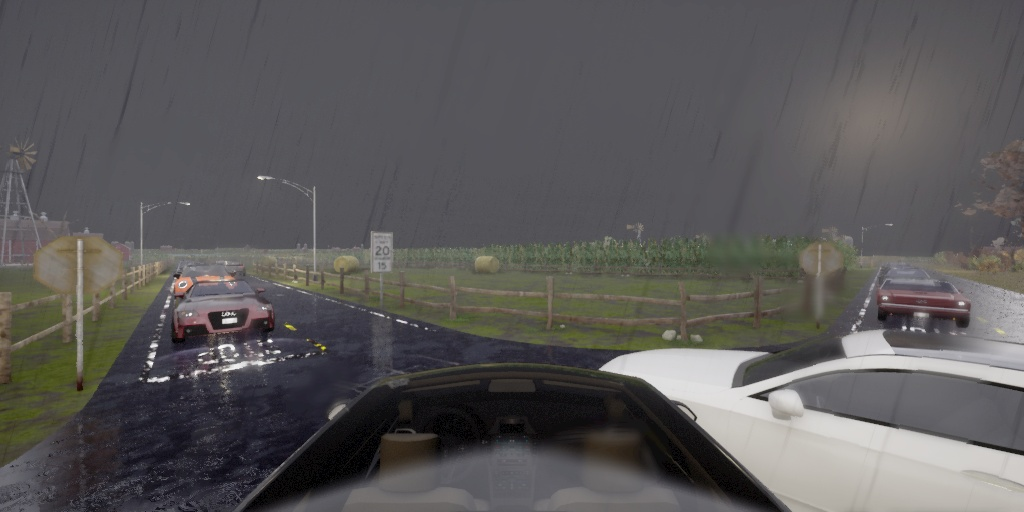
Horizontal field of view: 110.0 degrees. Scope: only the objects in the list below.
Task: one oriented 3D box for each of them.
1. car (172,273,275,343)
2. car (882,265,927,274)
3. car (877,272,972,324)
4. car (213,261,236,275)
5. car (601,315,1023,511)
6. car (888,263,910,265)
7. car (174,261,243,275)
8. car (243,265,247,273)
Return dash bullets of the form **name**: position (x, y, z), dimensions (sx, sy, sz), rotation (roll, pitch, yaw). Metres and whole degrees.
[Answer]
- **car**: position (-8.091, 1.362, 9.987), dimensions (1.994, 1.385, 4.181), rotation (0, 0, -43)
- **car**: position (20.316, 1.369, 18.469), dimensions (5.357, 1.411, 2.033), rotation (0, 1, -44)
- **car**: position (13.342, 1.401, 11.796), dimensions (4.718, 1.301, 1.895), rotation (0, 1, -44)
- **car**: position (-34.367, 1.343, 42.752), dimensions (1.837, 1.490, 4.892), rotation (0, 0, -42)
- **car**: position (2.805, 1.293, 2.569), dimensions (1.812, 1.442, 4.674), rotation (0, 1, -45)
- **car**: position (26.972, 1.409, 24.829), dimensions (4.181, 1.385, 1.994), rotation (0, 1, -44)
- **car**: position (-13.967, 1.154, 16.380), dimensions (2.097, 1.767, 4.553), rotation (0, 0, -43)
- **car**: position (-27.531, 1.314, 35.400), dimensions (2.128, 1.511, 4.902), rotation (0, 0, -42)
